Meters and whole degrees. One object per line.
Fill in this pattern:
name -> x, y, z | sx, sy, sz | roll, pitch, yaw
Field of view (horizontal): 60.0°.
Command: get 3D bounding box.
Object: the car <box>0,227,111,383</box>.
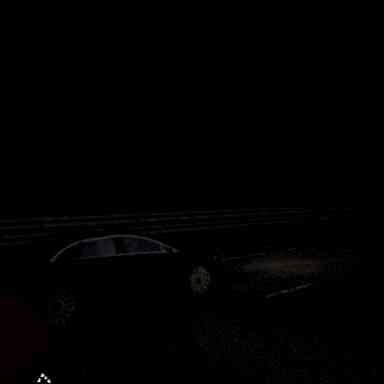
car -> -3.407, 1.220, 1.315 | 5.566, 2.045, 2.150 | 0, 0, -36

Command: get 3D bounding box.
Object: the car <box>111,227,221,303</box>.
car -> -1.584, 1.493, 6.916 | 4.902, 1.511, 2.128 | 0, 0, -36
